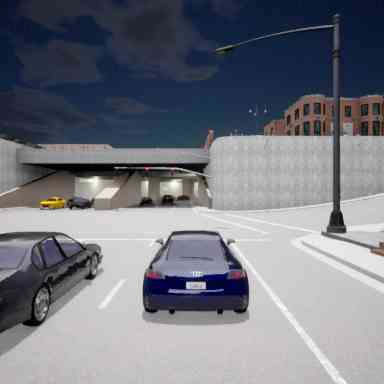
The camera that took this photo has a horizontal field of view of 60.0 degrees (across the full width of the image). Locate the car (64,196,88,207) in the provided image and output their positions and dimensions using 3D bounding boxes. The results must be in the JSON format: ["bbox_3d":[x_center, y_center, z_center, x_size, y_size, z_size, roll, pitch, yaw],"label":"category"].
[{"bbox_3d":[-18.531,1.491,53.369,2.128,1.511,4.902,0,0,-1],"label":"car"}]

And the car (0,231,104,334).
[{"bbox_3d":[-3.426,1.547,6.977,2.033,1.411,5.357,0,0,0],"label":"car"}]

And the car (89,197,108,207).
[{"bbox_3d":[-15.039,1.525,53.757,1.812,1.442,4.674,0,0,-1],"label":"car"}]

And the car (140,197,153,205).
[{"bbox_3d":[-7.978,1.547,58.729,2.033,1.411,5.357,0,0,-2],"label":"car"}]

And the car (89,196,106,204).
[{"bbox_3d":[-18.772,1.492,66.229,2.128,1.511,4.902,0,0,-1],"label":"car"}]

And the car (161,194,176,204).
[{"bbox_3d":[-4.625,1.352,64.744,2.097,1.767,4.553,0,0,-1],"label":"car"}]

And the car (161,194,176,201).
[{"bbox_3d":[-5.951,1.355,84.943,2.097,1.767,4.553,0,0,24],"label":"car"}]

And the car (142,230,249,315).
[{"bbox_3d":[0.075,1.564,7.676,1.994,1.385,4.181,0,0,0],"label":"car"}]

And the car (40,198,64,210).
[{"bbox_3d":[-18.297,1.477,43.904,1.882,1.535,5.008,0,0,-1],"label":"car"}]

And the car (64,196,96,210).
[{"bbox_3d":[-14.809,1.547,44.306,2.033,1.411,5.357,0,0,-1],"label":"car"}]

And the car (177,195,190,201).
[{"bbox_3d":[-2.145,1.524,84.982,1.812,1.442,4.674,0,0,28],"label":"car"}]
